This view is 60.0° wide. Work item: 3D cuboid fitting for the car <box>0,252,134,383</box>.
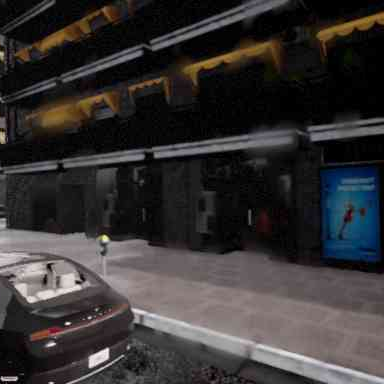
[{"bbox_3d":[-2.781,1.565,4.876,4.403,1.369,2.008,0,-1,36],"label":"car"}]
